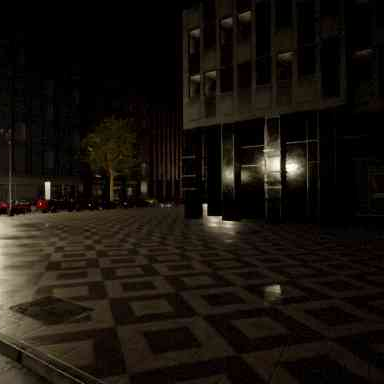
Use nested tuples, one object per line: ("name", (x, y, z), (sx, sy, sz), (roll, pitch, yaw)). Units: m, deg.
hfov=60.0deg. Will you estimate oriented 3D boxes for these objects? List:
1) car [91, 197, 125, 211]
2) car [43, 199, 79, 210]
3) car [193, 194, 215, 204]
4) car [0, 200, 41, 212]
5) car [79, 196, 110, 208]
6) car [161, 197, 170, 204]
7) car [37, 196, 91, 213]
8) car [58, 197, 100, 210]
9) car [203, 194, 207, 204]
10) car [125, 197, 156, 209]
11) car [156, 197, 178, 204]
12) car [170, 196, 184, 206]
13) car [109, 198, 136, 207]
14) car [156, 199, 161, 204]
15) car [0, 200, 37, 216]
("car", (-10.579, 1.526, 39.836), (1.947, 1.339, 4.313), (-1, 0, 35))
("car", (-17.585, 1.643, 44.691), (1.802, 1.307, 4.206), (-1, 0, 35))
("car", (2.339, 1.285, 63.028), (2.097, 1.767, 4.553), (-1, 0, 35))
("car", (-20.795, 1.644, 40.055), (1.947, 1.339, 4.313), (-1, 0, 35))
("car", (-14.377, 1.486, 49.328), (1.967, 1.590, 4.097), (-1, 0, 35))
("car", (-3.326, 1.514, 60.271), (1.837, 1.490, 4.892), (-1, 0, 35))
("car", (-13.790, 1.292, 35.201), (2.192, 1.841, 5.009), (-1, 0, 35))
("car", (-14.817, 1.504, 43.847), (1.882, 1.535, 5.008), (-1, 0, 35))
("car", (2.258, 1.224, 58.381), (2.192, 1.841, 5.009), (-1, 0, 35))
("car", (-7.370, 1.510, 44.471), (1.947, 1.339, 4.313), (-1, 0, 35))
("car", (-4.745, 1.576, 63.238), (1.947, 1.339, 4.313), (-1, 0, 35))
("car", (-0.951, 1.464, 53.744), (1.887, 1.381, 4.507), (-1, 0, 35))
("car", (-11.165, 1.615, 53.965), (1.802, 1.307, 4.206), (-1, 0, 35))
("car", (-8.052, 1.546, 58.461), (1.752, 1.417, 4.829), (-1, 0, 35))
("car", (-16.998, 1.577, 30.563), (1.802, 1.307, 4.206), (-1, 0, 35))
